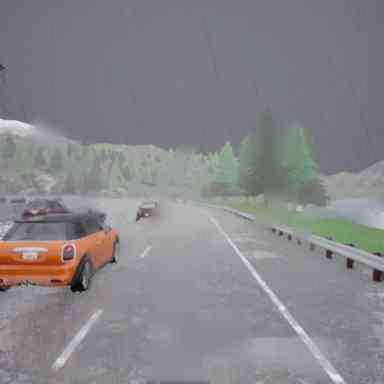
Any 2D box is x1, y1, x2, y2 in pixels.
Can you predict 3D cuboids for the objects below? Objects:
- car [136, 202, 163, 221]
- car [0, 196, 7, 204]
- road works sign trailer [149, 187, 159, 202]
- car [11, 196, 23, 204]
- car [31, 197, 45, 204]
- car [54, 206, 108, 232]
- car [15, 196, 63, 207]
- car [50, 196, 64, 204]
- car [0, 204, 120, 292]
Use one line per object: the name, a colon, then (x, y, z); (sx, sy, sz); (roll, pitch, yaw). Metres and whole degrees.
car: (-3.455, 1.570, 27.485); (1.812, 1.442, 4.674); (0, 0, -1)
car: (-36.884, 1.545, 63.401); (1.882, 1.535, 5.008); (0, 0, -16)
road works sign trailer: (-9.337, 0.596, 80.819); (2.380, 3.560, 2.880); (0, 0, -21)
car: (-33.432, 1.552, 64.070); (1.882, 1.535, 5.008); (0, 0, -16)
car: (-30.091, 1.667, 65.109); (1.895, 1.301, 4.718); (0, 0, -16)
car: (-6.909, 1.636, 21.260); (1.895, 1.301, 4.718); (0, 0, 0)
car: (-10.422, 1.391, 24.085); (2.097, 1.767, 4.553); (0, 0, 0)
car: (-26.885, 1.601, 66.606); (2.033, 1.411, 5.357); (0, 0, -16)
car: (-3.406, 1.367, 9.130); (2.097, 1.767, 4.553); (0, 0, 0)
